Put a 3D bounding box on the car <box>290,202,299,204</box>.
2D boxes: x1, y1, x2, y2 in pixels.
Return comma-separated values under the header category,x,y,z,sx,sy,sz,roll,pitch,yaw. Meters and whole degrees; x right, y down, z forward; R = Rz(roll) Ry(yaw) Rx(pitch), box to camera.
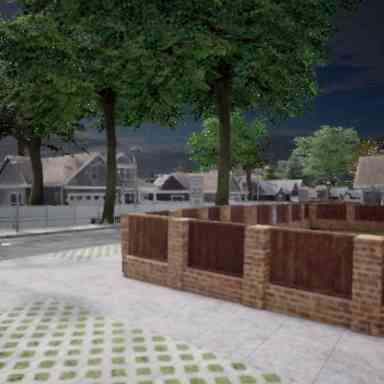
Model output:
category,x,y,z,sx,sy,sz,roll,pitch,yaw
car,14.276,2.205,46.745,2.128,1.511,4.902,-1,-1,35
